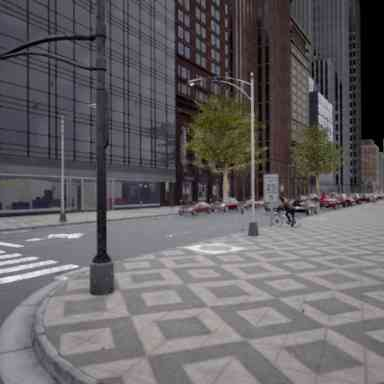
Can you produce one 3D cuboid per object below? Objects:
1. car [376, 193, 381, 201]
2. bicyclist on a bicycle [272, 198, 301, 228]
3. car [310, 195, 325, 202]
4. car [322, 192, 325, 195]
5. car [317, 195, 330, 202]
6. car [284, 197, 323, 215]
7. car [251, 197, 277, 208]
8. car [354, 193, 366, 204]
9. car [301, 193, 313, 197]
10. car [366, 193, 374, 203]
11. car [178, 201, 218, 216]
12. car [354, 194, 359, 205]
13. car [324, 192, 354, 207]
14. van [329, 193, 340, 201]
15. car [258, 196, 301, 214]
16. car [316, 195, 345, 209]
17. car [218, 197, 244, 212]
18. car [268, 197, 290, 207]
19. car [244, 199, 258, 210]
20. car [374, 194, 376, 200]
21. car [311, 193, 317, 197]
[{"bbox_3d":[42.565,1.355,78.027,1.802,1.307,4.206,-1,0,35],"label":"car"},{"bbox_3d":[5.202,1.175,18.439,1.656,1.620,0.582,-1,0,35],"label":"bicyclist on a bicycle"},{"bbox_3d":[25.964,1.412,68.924,1.947,1.339,4.313,0,0,35],"label":"car"},{"bbox_3d":[22.130,1.038,52.837,2.150,2.045,5.566,-1,-1,35],"label":"car"},{"bbox_3d":[29.158,1.421,73.570,1.802,1.307,4.206,0,0,35],"label":"car"},{"bbox_3d":[10.625,1.421,31.557,1.947,1.339,4.313,0,0,35],"label":"car"},{"bbox_3d":[9.894,1.420,45.545,1.752,1.417,4.829,0,0,35],"label":"car"},{"bbox_3d":[26.594,1.114,54.793,2.192,1.841,5.009,0,0,35],"label":"car"},{"bbox_3d":[19.574,1.409,59.628,1.887,1.381,4.507,0,0,35],"label":"car"},{"bbox_3d":[32.982,1.096,64.087,2.192,1.841,5.009,0,0,35],"label":"car"},{"bbox_3d":[0.408,1.518,31.743,1.802,1.307,4.206,0,0,35],"label":"car"},{"bbox_3d":[23.401,1.375,50.145,1.947,1.339,4.313,0,0,35],"label":"car"},{"bbox_3d":[20.206,1.133,45.500,2.192,1.841,5.009,0,0,35],"label":"car"},{"bbox_3d":[35.544,1.179,82.867,1.690,1.788,3.998,-1,0,35],"label":"van"},{"bbox_3d":[8.946,1.364,33.656,2.128,1.511,4.902,-1,0,35],"label":"car"},{"bbox_3d":[17.012,1.374,40.852,1.887,1.381,4.507,0,0,35],"label":"car"},{"bbox_3d":[3.601,1.360,36.390,1.967,1.590,4.097,0,0,35],"label":"car"},{"bbox_3d":[13.185,1.449,50.334,1.947,1.339,4.313,0,0,35],"label":"car"},{"bbox_3d":[6.797,1.488,41.038,1.802,1.307,4.206,0,0,35],"label":"car"},{"bbox_3d":[36.273,1.299,68.873,1.752,1.417,4.829,0,0,35],"label":"car"},{"bbox_3d":[22.767,1.170,64.277,2.192,1.841,5.009,0,0,35],"label":"car"}]
